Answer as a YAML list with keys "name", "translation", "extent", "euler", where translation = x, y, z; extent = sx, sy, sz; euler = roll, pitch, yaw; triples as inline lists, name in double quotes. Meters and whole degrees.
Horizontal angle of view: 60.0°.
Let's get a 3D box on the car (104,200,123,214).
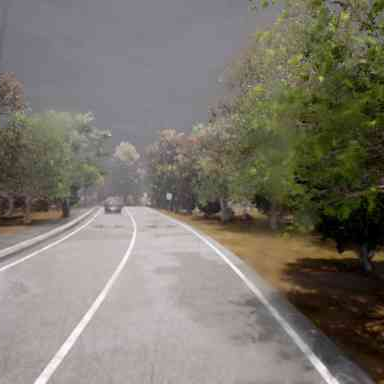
- name: "car"
  translation: [-9.179, 1.731, 38.795]
  extent: [2.128, 1.511, 4.902]
  euler: [1, -1, -13]
